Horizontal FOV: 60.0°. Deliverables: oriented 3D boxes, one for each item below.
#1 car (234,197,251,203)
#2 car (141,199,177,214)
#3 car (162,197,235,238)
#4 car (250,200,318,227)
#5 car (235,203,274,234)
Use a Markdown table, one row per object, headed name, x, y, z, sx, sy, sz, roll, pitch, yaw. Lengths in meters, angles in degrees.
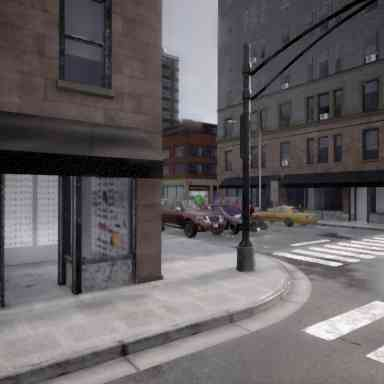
| name | x | y | z | sx | sy | sz | roll | pitch | yaw |
| --- | --- | --- | --- | --- | --- | --- | --- | --- | --- |
| car | 2.916 | 1.314 | 27.182 | 2.192 | 1.841 | 5.009 | 0 | 0 | -36 |
| car | -3.682 | 1.531 | 36.427 | 1.887 | 1.381 | 4.507 | 0 | 0 | -36 |
| car | -0.323 | 1.286 | 17.905 | 2.192 | 1.841 | 5.009 | 0 | 0 | -36 |
| car | 6.115 | 1.530 | 22.697 | 1.752 | 1.417 | 4.829 | 0 | 0 | -36 |
| car | 1.795 | 1.529 | 19.245 | 2.033 | 1.411 | 5.357 | 0 | 0 | -38 |
